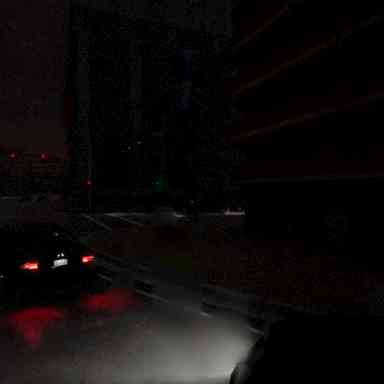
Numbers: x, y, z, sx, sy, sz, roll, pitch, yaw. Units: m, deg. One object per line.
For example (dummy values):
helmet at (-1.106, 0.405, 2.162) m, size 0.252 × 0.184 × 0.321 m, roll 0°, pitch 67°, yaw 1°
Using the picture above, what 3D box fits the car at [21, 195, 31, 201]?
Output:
car at (-40.171, 1.525, 80.638) m, size 2.128 × 1.511 × 4.902 m, roll 0°, pitch 0°, yaw -23°

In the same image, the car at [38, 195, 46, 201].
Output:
car at (-37.083, 1.540, 82.321) m, size 2.033 × 1.411 × 5.357 m, roll 0°, pitch 0°, yaw -23°

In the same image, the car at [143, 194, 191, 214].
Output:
car at (-2.532, 1.277, 36.500) m, size 5.566 × 2.045 × 2.150 m, roll 0°, pitch 0°, yaw -23°

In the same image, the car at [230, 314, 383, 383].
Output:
car at (2.859, 1.547, 2.027) m, size 5.357 × 1.411 × 2.033 m, roll 0°, pitch 0°, yaw 35°

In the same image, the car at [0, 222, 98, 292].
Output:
car at (-4.362, 1.547, 9.045) m, size 2.033 × 1.411 × 5.357 m, roll 0°, pitch 0°, yaw -39°

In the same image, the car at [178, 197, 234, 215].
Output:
car at (1.458, 1.560, 34.367) m, size 4.892 × 1.490 × 1.837 m, roll 0°, pitch 0°, yaw -23°

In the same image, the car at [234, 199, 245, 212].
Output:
car at (6.620, 1.560, 40.298) m, size 4.892 × 1.490 × 1.837 m, roll 0°, pitch 0°, yaw -23°
